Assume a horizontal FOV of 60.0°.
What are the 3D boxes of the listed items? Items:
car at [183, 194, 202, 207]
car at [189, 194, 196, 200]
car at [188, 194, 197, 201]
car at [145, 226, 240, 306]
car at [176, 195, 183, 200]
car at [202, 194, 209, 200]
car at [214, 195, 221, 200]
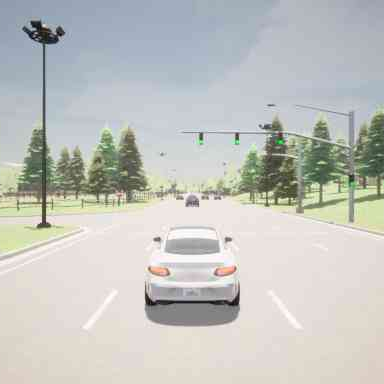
[{"bbox_3d":[0.080,1.352,51.769,2.097,1.767,4.553,0,0,0],"label":"car"},{"bbox_3d":[0.144,1.332,92.832,1.837,1.490,4.892,0,0,0],"label":"car"},{"bbox_3d":[0.128,1.348,82.798,2.097,1.767,4.553,0,0,0],"label":"car"},{"bbox_3d":[0.018,1.526,7.895,1.812,1.442,4.674,0,0,0],"label":"car"},{"bbox_3d":[-3.356,1.553,93.217,1.994,1.385,4.181,0,0,0],"label":"car"},{"bbox_3d":[3.644,1.355,93.209,2.097,1.767,4.553,0,0,0],"label":"car"},{"bbox_3d":[7.144,1.525,93.234,2.128,1.511,4.902,0,0,0],"label":"car"}]
